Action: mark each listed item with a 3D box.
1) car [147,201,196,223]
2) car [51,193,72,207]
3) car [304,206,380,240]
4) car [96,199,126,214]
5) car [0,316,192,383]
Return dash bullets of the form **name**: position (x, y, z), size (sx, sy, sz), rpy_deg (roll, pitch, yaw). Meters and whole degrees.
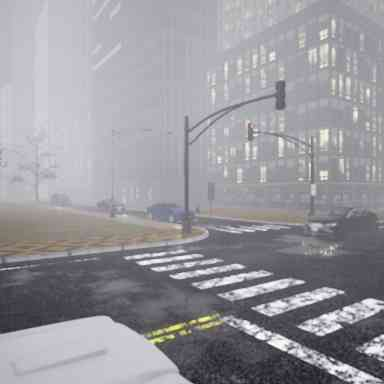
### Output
- **car**: position (-1.709, 1.497, 25.840), size (1.882, 1.535, 5.008), rpy_deg (0, 0, -36)
- **car**: position (-21.157, 1.245, 53.573), size (2.150, 2.045, 5.566), rpy_deg (0, 0, -35)
- **car**: position (7.833, 1.511, 17.253), size (4.902, 1.511, 2.128), rpy_deg (0, 0, -35)
- **car**: position (-8.789, 1.510, 35.872), size (2.128, 1.511, 4.902), rpy_deg (0, 0, -35)
- **car**: position (-2.212, 1.600, 1.866), size (4.718, 1.301, 1.895), rpy_deg (0, 0, -36)
